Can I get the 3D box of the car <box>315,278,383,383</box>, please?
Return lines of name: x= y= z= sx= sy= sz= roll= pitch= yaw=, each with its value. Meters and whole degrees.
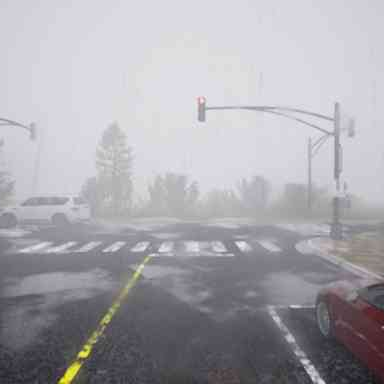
car: x=2.811 y=1.578 z=3.695 sx=1.802 sy=1.307 sz=4.206 roll=-1 pitch=0 yaw=0

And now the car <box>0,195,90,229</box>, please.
car: x=-9.302 y=1.196 z=21.069 sx=5.566 sy=2.045 sz=2.150 roll=0 pitch=0 yaw=6
